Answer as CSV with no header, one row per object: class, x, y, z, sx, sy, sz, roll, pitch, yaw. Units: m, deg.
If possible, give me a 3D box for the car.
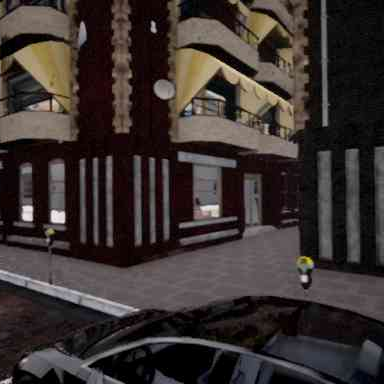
car,0.335,1.566,2.649,4.313,1.339,1.947,0,-1,36
